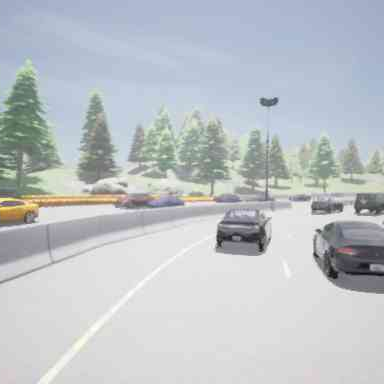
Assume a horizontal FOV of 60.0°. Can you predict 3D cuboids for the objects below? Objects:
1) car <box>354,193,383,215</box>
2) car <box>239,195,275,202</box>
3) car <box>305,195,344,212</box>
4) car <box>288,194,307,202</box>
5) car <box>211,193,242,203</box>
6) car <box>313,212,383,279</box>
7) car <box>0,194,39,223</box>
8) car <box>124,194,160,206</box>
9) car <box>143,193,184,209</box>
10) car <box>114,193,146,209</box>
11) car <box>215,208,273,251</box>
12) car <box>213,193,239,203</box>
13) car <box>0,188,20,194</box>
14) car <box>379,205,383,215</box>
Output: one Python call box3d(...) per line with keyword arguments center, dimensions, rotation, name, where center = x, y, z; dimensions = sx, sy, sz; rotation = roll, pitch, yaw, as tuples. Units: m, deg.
box3d(center=(17.948, 1.104, 32.721), dimensions=(5.566, 2.045, 2.150), rotation=(0, 0, -42), name="car")
box3d(center=(9.866, 1.111, 48.705), dimensions=(5.357, 1.411, 2.033), rotation=(0, 1, -38), name="car")
box3d(center=(13.584, 1.318, 33.158), dimensions=(2.128, 1.511, 4.902), rotation=(1, 1, 43), name="car")
box3d(center=(19.208, 1.022, 59.390), dimensions=(4.674, 1.442, 1.812), rotation=(-1, 1, -33), name="car")
box3d(center=(5.687, 0.911, 54.480), dimensions=(5.008, 1.535, 1.882), rotation=(0, 1, -37), name="car")
box3d(center=(4.742, 1.560, 9.821), dimensions=(1.812, 1.442, 4.674), rotation=(1, 0, 13), name="car")
box3d(center=(-10.997, 1.091, 18.828), dimensions=(1.882, 1.535, 5.008), rotation=(1, 0, 18), name="car")
box3d(center=(-6.350, 0.999, 42.459), dimensions=(1.994, 1.385, 4.181), rotation=(2, 1, 39), name="car")
box3d(center=(-2.669, 1.119, 35.452), dimensions=(1.812, 1.442, 4.674), rotation=(1, 1, 36), name="car")
box3d(center=(-6.391, 0.865, 36.438), dimensions=(2.097, 1.767, 4.553), rotation=(2, 1, 35), name="car")
box3d(center=(2.315, 1.437, 14.110), dimensions=(2.128, 1.511, 4.902), rotation=(1, 0, 17), name="car")
box3d(center=(5.384, 1.057, 49.734), dimensions=(4.181, 1.385, 1.994), rotation=(0, 1, -40), name="car")
box3d(center=(-15.987, 0.663, 25.906), dimensions=(2.150, 2.045, 5.566), rotation=(1, 1, 22), name="car")
box3d(center=(10.534, 1.617, 16.122), dimensions=(1.812, 1.442, 4.674), rotation=(1, 1, 23), name="car")
